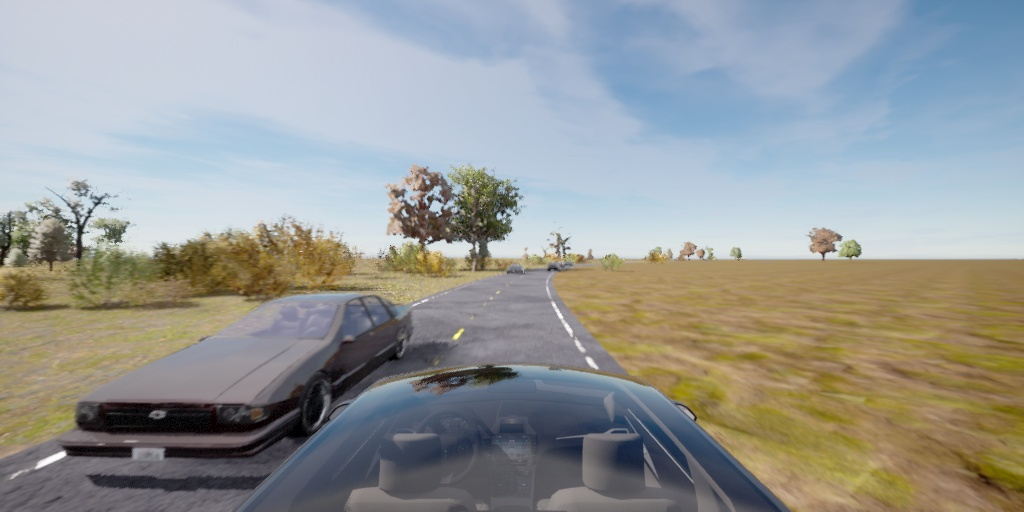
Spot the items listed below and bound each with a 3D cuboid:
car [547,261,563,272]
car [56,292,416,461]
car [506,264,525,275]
[{"bbox_3d":[6.835,1.787,58.851,1.837,1.490,4.892,0,0,12],"label":"car"},{"bbox_3d":[-3.055,1.321,5.710,2.033,1.411,5.357,0,-1,1],"label":"car"},{"bbox_3d":[0.496,1.716,46.705,1.994,1.385,4.181,0,0,9],"label":"car"}]
